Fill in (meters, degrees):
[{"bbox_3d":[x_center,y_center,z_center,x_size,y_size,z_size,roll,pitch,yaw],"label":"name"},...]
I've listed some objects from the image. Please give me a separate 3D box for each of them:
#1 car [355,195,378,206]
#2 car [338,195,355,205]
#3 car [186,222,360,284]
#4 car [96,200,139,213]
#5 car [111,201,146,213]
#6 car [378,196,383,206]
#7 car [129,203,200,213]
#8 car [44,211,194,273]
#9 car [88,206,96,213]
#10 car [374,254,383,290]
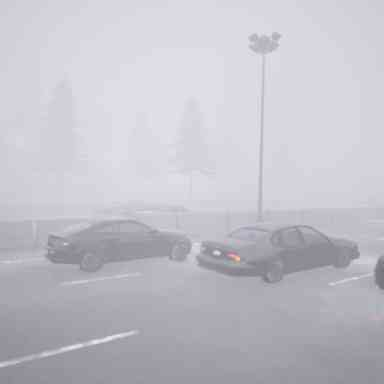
[{"bbox_3d":[28.400,1.403,52.671,4.892,1.490,1.837,-1,1,-34],"label":"car"},{"bbox_3d":[26.514,1.237,55.611,4.553,1.767,2.097,-1,1,-33],"label":"car"},{"bbox_3d":[2.693,1.601,9.776,5.357,1.411,2.033,1,0,-34],"label":"car"},{"bbox_3d":[-5.589,1.488,29.759,5.008,1.535,1.882,0,0,-34],"label":"car"},{"bbox_3d":[-3.744,1.623,26.782,4.718,1.301,1.895,0,0,-34],"label":"car"},{"bbox_3d":[30.341,1.511,49.769,4.718,1.301,1.895,-1,1,-34],"label":"car"},{"bbox_3d":[-1.789,1.635,23.879,4.718,1.301,1.895,0,0,-34],"label":"car"},{"bbox_3d":[-2.198,1.534,10.660,4.674,1.442,1.812,0,0,-34],"label":"car"},{"bbox_3d":[-7.653,1.598,32.589,4.718,1.301,1.895,0,0,-34],"label":"car"},{"bbox_3d":[6.230,1.646,7.928,4.181,1.385,1.994,0,0,-34],"label":"car"}]
